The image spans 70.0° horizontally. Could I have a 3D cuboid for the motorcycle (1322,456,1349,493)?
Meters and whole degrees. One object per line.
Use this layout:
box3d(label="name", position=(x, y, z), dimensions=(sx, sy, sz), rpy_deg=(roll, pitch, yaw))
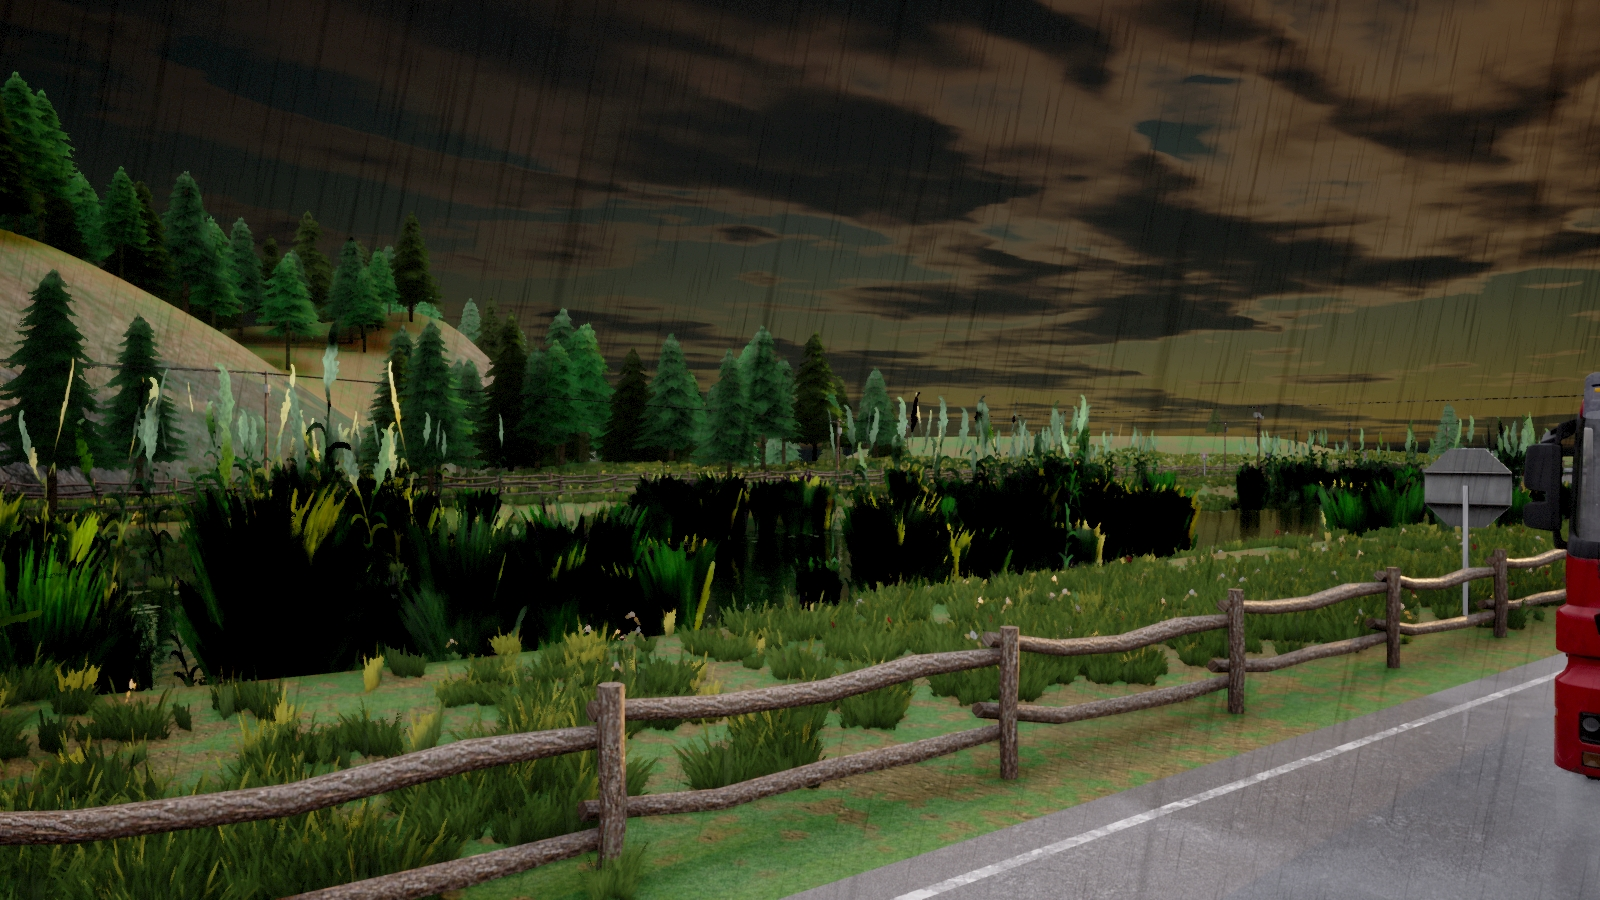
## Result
box3d(label="motorcycle", position=(34.905, 1.577, 74.485), dimensions=(2.033, 2.348, 0.803), rpy_deg=(0, 0, -39))

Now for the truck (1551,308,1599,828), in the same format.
box3d(label="truck", position=(9.479, 0.862, 10.936), dimensions=(2.891, 3.827, 8.468), rpy_deg=(0, 0, 40))
